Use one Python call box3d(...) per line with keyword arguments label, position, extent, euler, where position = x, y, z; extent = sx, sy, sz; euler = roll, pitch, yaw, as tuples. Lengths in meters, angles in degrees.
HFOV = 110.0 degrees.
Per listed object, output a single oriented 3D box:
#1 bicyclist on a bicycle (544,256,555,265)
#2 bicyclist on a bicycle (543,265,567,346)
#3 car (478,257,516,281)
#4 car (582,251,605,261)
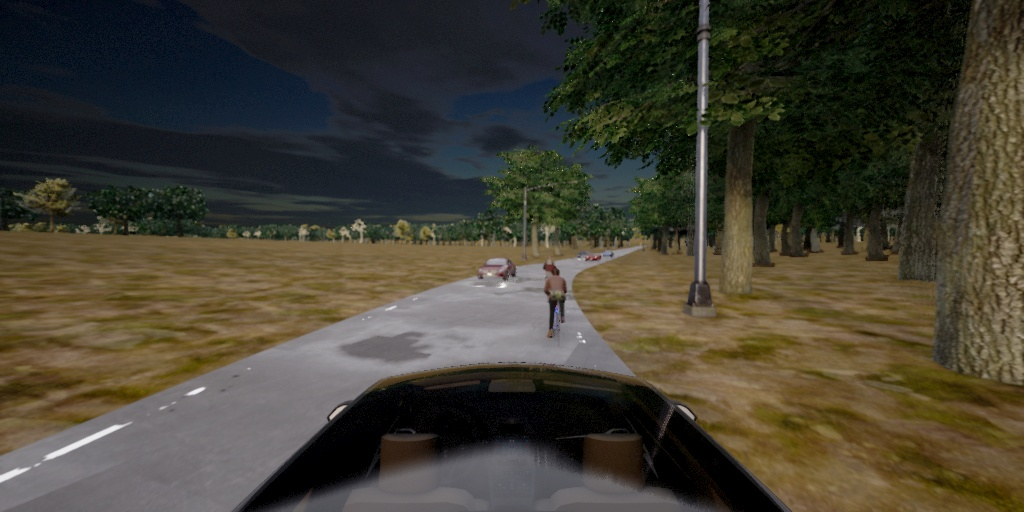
box3d(label="bicyclist on a bicycle", position=(1.755, 0.871, 16.782), extent=(0.659, 1.776, 1.843), euler=(1, 1, 7))
box3d(label="bicyclist on a bicycle", position=(1.000, 1.108, 8.146), extent=(0.582, 1.620, 1.656), euler=(0, 1, 2))
box3d(label="car", position=(-0.916, 0.821, 24.377), extent=(1.812, 1.442, 4.674), euler=(1, 2, 12))
box3d(label="car", position=(12.535, 0.130, 54.832), extent=(1.895, 1.301, 4.718), euler=(2, 2, 21))
